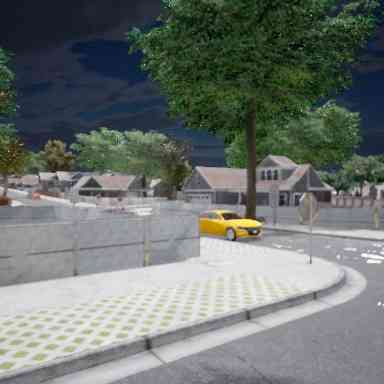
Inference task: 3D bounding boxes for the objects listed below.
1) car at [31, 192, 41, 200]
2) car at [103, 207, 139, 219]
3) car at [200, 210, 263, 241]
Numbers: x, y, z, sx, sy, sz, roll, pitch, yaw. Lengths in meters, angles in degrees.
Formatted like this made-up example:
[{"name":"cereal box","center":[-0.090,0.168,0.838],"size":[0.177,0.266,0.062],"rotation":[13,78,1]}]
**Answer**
[{"name":"car","center":[-38.685,0.819,81.663],"size":[2.097,1.767,4.553],"rotation":[0,2,-35]},{"name":"car","center":[-6.766,2.059,31.377],"size":[1.895,1.301,4.718],"rotation":[0,-1,-35]},{"name":"car","center":[1.818,1.810,19.138],"size":[1.882,1.535,5.008],"rotation":[0,-1,-35]}]
